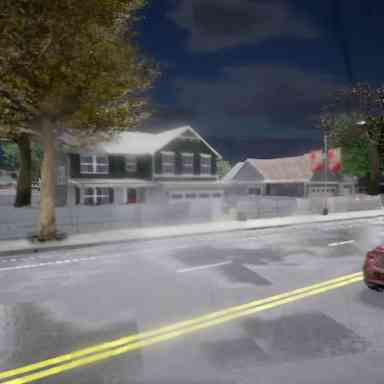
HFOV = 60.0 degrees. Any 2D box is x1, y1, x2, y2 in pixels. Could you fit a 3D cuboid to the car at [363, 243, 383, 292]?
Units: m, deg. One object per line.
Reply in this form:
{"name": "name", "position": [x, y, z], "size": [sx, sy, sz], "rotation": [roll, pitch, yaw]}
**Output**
{"name": "car", "position": [5.649, 1.468, 7.500], "size": [4.674, 1.442, 1.812], "rotation": [0, 0, -36]}
